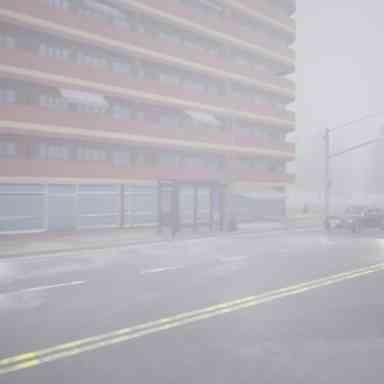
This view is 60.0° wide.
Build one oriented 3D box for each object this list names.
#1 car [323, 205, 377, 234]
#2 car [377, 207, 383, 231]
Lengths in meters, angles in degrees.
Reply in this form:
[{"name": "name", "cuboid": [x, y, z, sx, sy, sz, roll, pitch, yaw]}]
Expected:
[{"name": "car", "cuboid": [9.665, 1.531, 19.421, 4.902, 1.511, 2.128, 0, 0, -35]}, {"name": "car", "cuboid": [7.780, 1.247, 9.385, 5.566, 2.045, 2.150, 0, 0, -35]}]
